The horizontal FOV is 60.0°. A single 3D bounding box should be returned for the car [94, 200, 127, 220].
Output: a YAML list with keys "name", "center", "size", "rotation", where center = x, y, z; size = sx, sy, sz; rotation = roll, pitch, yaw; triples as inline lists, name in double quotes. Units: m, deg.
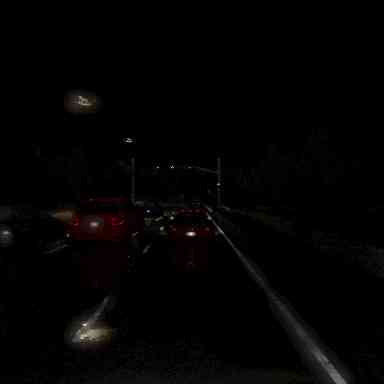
- name: "car"
  center: [-7.152, 1.515, 29.664]
  size: [1.837, 1.490, 4.892]
  rotation: [0, 0, 0]

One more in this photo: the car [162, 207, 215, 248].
- name: "car"
  center: [-0.054, 1.571, 14.710]
  size: [1.994, 1.385, 4.181]
  rotation: [0, 0, 0]

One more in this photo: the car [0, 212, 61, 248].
- name: "car"
  center: [-7.054, 1.571, 14.665]
  size: [1.994, 1.385, 4.181]
  rotation: [0, 0, 0]

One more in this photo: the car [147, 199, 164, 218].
- name: "car"
  center: [-3.652, 1.571, 29.687]
  size: [1.994, 1.385, 4.181]
  rotation: [0, 0, 0]

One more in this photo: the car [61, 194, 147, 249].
- name: "car"
  center: [-3.554, 1.257, 14.717]
  size: [2.150, 2.045, 5.566]
  rotation: [0, 0, 0]

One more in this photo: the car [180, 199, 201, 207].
- name: "car"
  center: [-0.153, 1.615, 29.740]
  size: [1.895, 1.301, 4.718]
  rotation: [0, 0, 0]
